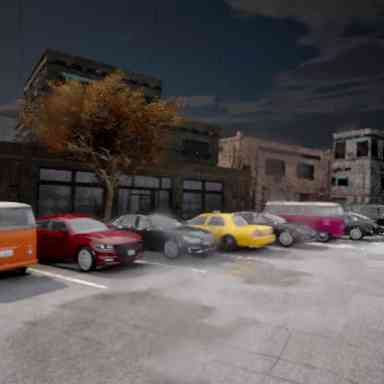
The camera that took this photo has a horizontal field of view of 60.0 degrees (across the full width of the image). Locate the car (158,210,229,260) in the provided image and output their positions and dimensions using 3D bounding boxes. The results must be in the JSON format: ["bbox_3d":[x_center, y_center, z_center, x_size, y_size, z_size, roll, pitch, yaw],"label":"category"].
[{"bbox_3d":[-1.398,1.527,12.599,4.892,1.521,2.231,-1,-1,35],"label":"car"}]

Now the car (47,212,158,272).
[{"bbox_3d":[-3.784,1.491,10.904,5.008,1.535,2.097,-1,-1,35],"label":"car"}]

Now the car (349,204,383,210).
[{"bbox_3d":[12.971,1.907,22.718,5.566,2.045,2.435,0,-3,35],"label":"car"}]

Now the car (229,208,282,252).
[{"bbox_3d":[0.834,1.579,14.387,5.366,1.575,1.946,0,-1,35],"label":"car"}]

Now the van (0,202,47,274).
[{"bbox_3d":[-6.265,1.252,9.266,4.442,1.987,1.878,-1,-1,34],"label":"van"}]

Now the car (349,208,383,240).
[{"bbox_3d":[8.152,1.867,19.340,4.892,1.521,2.231,0,-2,35],"label":"car"}]

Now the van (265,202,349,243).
[{"bbox_3d":[5.671,1.526,17.735,4.442,1.987,1.878,0,-2,35],"label":"van"}]

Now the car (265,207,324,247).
[{"bbox_3d":[3.372,1.658,15.982,4.892,1.521,2.231,0,-2,35],"label":"car"}]
